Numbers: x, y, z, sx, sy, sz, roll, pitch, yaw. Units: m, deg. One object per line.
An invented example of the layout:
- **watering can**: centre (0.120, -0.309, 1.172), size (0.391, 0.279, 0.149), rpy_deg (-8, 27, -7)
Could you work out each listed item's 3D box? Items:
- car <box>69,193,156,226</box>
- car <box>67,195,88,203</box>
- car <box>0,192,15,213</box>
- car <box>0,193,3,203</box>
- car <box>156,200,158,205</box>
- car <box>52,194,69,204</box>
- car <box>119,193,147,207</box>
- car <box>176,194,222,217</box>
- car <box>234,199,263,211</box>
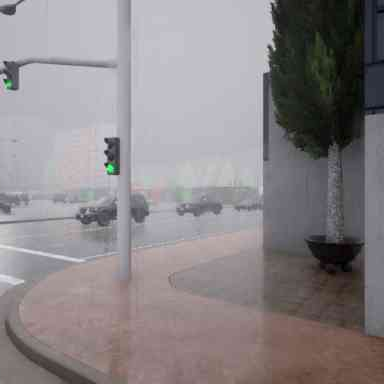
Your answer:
- **car**: centre (-5.479, 1.221, 23.733), size (2.150, 2.045, 5.566), rpy_deg (0, 0, 36)
- **car**: centre (-21.366, 1.364, 62.171), size (3.905, 1.438, 1.784), rpy_deg (0, 0, 35)
- **car**: centre (-20.145, 1.156, 33.698), size (3.866, 1.878, 1.905), rpy_deg (0, 0, 35)
- **car**: centre (-38.588, 1.153, 64.051), size (4.605, 1.855, 1.932), rpy_deg (0, 0, 35)
- **car**: centre (-7.119, 1.395, 52.067), size (3.806, 1.475, 1.970), rpy_deg (0, 0, 35)
- **car**: centre (-23.097, 1.153, 59.848), size (4.605, 1.855, 1.932), rpy_deg (0, 0, 35)
- **car**: centre (-8.805, 1.156, 49.713), size (3.866, 1.878, 1.905), rpy_deg (0, 0, 35)
- **car**: centre (0.797, 1.221, 32.131), size (2.150, 2.045, 5.566), rpy_deg (0, 0, 37)
- **car**: centre (7.204, 1.547, 40.640), size (2.033, 1.411, 5.357), rpy_deg (0, 0, 37)
